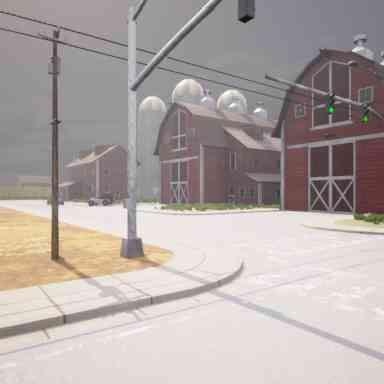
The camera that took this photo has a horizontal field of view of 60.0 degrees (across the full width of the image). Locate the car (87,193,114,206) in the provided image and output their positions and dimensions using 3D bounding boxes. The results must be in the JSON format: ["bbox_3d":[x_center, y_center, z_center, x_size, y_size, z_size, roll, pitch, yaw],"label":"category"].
[{"bbox_3d":[-13.797,1.118,50.595,3.866,1.878,1.905,-2,5,11],"label":"car"}]

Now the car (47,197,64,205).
[{"bbox_3d":[-23.266,1.537,56.583,1.994,1.385,4.181,0,0,-36],"label":"car"}]
